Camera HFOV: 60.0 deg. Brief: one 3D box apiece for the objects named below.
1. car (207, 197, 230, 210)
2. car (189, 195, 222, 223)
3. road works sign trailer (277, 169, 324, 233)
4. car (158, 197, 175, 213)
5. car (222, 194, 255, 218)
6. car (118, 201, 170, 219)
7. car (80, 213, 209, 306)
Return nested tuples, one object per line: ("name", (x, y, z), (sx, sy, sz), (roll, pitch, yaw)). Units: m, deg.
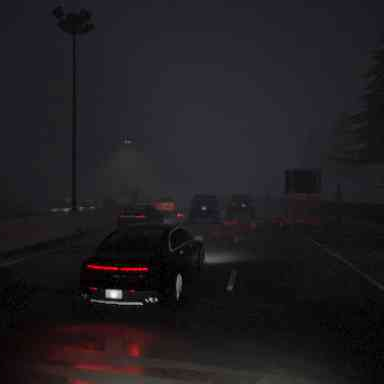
("car", (3.348, 1.476, 43.054), (1.882, 1.535, 5.008), (0, 0, -7))
("car", (0.935, 1.221, 25.842), (2.150, 2.045, 5.566), (0, 0, 2))
("road works sign trailer", (6.587, 0.463, 19.229), (2.380, 3.560, 2.880), (0, 0, -15))
("car", (-2.937, 1.351, 36.541), (2.097, 1.767, 4.553), (0, 0, -4))
("car", (4.307, 1.219, 30.257), (2.150, 2.045, 5.566), (0, 0, 1))
("car", (-2.895, 1.490, 19.461), (2.128, 1.511, 4.902), (0, 0, 5))
("car", (-0.899, 1.506, 8.140), (1.837, 1.490, 4.892), (0, 0, 11))
